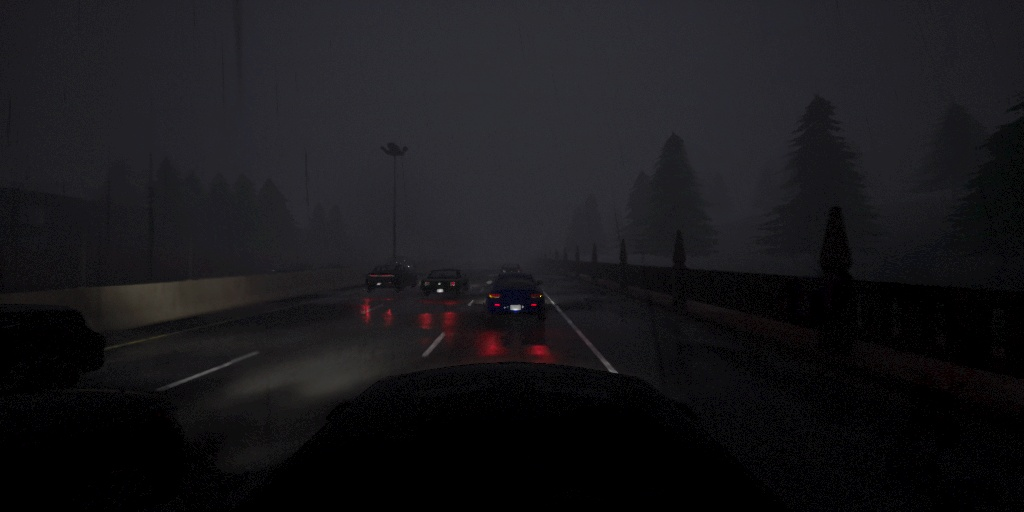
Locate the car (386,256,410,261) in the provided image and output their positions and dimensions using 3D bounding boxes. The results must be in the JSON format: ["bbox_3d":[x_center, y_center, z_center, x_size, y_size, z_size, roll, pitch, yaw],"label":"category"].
[{"bbox_3d":[-18.400,0.971,56.928,2.150,2.045,5.566,0,0,-1],"label":"car"}]

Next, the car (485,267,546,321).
[{"bbox_3d":[0.104,1.276,12.345,1.812,1.442,4.674,0,0,0],"label":"car"}]

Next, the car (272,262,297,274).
[{"bbox_3d":[-21.418,1.298,35.715,2.033,1.411,5.357,0,0,-2],"label":"car"}]

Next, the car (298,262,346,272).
[{"bbox_3d":[-14.203,1.276,27.799,1.812,1.442,4.674,0,0,-1],"label":"car"}]

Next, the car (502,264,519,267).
[{"bbox_3d":[-0.141,1.351,32.865,1.895,1.301,4.718,0,0,-2],"label":"car"}]

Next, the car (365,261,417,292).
[{"bbox_3d":[-6.915,1.242,21.010,2.128,1.511,4.902,0,0,0],"label":"car"}]

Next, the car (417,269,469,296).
[{"bbox_3d":[-3.403,1.351,19.175,1.895,1.301,4.718,0,0,0],"label":"car"}]

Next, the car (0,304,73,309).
[{"bbox_3d":[-6.899,0.972,2.671,2.150,2.045,5.566,0,0,0],"label":"car"}]

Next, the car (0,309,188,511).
[{"bbox_3d":[-3.399,1.241,0.720,2.128,1.511,4.902,0,0,0],"label":"car"}]
